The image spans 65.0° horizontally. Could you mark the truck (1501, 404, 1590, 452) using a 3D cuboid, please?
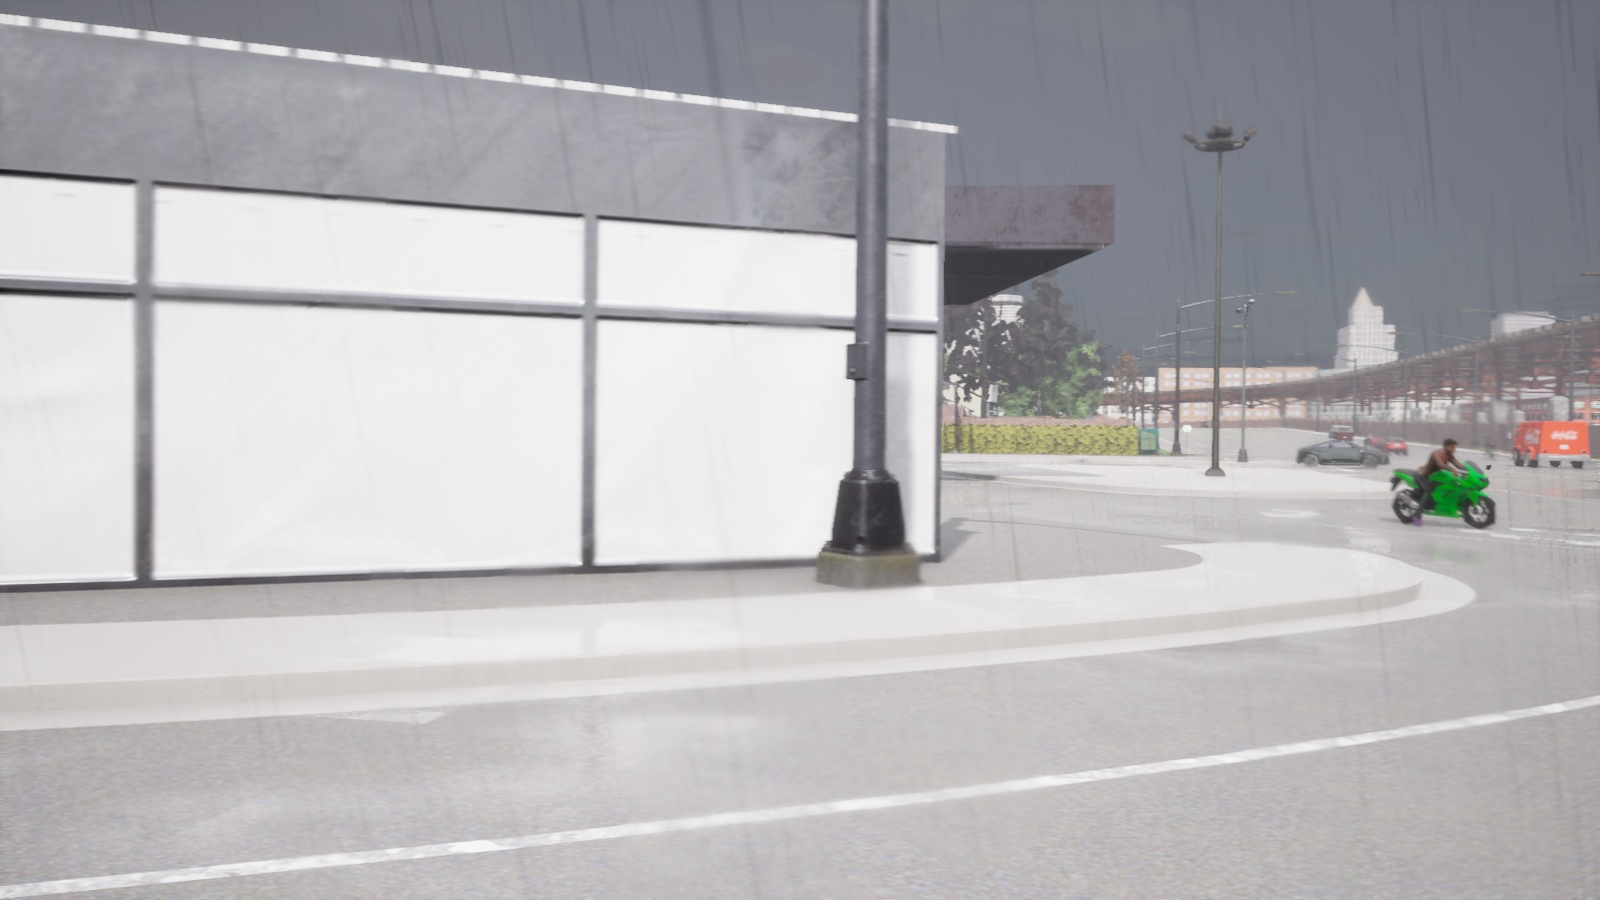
[{"bbox_3d":[39.845,-1.161,67.280,2.627,2.467,5.204,0,1,13],"label":"truck"}]

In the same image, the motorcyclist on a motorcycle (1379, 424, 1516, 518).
[{"bbox_3d":[11.088,0.327,21.585,0.797,1.523,2.044,-1,1,-25],"label":"motorcyclist on a motorcycle"}]

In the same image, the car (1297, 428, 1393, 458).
[{"bbox_3d":[26.259,-0.356,60.601,4.181,1.385,1.994,0,1,23],"label":"car"}]
